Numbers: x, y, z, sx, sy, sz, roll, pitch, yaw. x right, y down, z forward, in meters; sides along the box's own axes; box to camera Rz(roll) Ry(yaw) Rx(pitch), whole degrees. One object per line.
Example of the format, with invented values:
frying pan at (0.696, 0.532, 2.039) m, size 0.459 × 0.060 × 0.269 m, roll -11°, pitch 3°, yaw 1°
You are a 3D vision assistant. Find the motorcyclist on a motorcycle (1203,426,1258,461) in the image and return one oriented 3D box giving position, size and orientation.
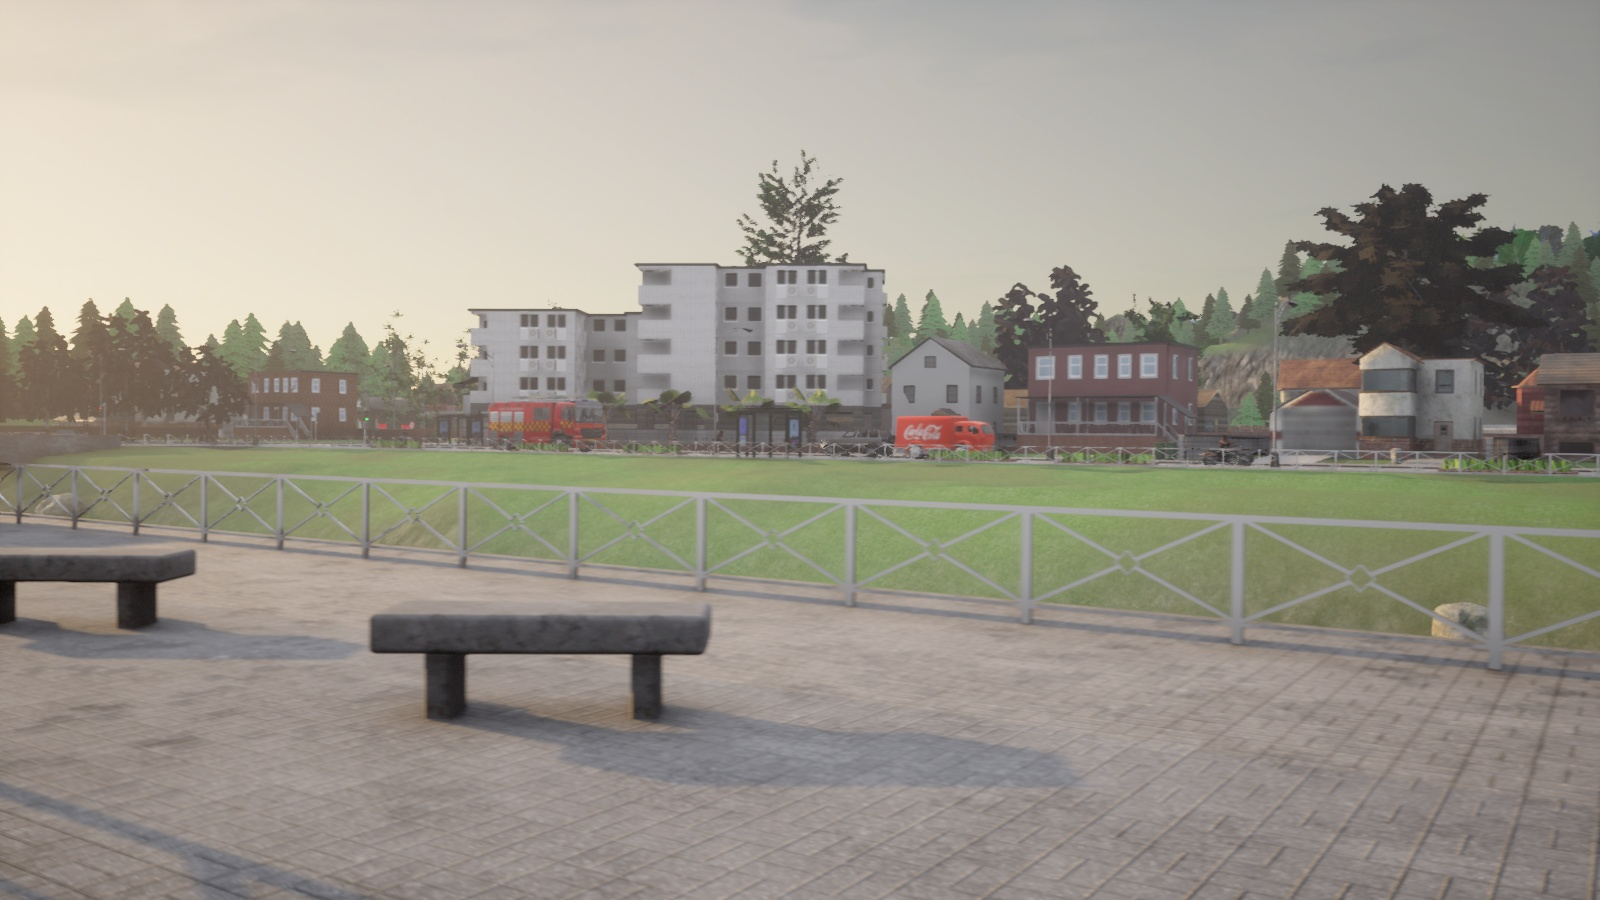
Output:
motorcyclist on a motorcycle at (20.513, -0.320, 59.853) m, size 2.350 × 1.649 × 0.766 m, roll 0°, pitch 1°, yaw 34°

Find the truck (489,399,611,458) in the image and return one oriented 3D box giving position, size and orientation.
truck at (-16.890, -1.431, 84.688) m, size 8.468 × 3.827 × 2.891 m, roll 0°, pitch 1°, yaw 34°

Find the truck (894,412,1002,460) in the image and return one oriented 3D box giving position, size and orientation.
truck at (8.023, -0.755, 68.144) m, size 5.204 × 2.467 × 2.627 m, roll 0°, pitch 1°, yaw 34°

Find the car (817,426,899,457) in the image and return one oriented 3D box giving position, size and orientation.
car at (3.499, -0.517, 75.960) m, size 4.605 × 1.855 × 1.932 m, roll 0°, pitch 1°, yaw 34°
